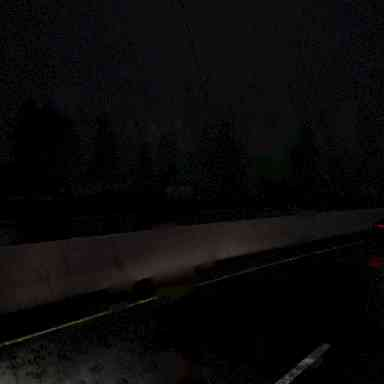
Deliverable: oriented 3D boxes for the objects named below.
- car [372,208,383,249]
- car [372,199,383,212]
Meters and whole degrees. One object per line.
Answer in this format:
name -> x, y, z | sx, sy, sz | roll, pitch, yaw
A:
car -> 9.077, 1.490, 13.539 | 4.902, 1.511, 2.128 | 0, 0, -40
car -> 24.252, 1.543, 39.659 | 5.357, 1.411, 2.033 | 0, 0, -25
